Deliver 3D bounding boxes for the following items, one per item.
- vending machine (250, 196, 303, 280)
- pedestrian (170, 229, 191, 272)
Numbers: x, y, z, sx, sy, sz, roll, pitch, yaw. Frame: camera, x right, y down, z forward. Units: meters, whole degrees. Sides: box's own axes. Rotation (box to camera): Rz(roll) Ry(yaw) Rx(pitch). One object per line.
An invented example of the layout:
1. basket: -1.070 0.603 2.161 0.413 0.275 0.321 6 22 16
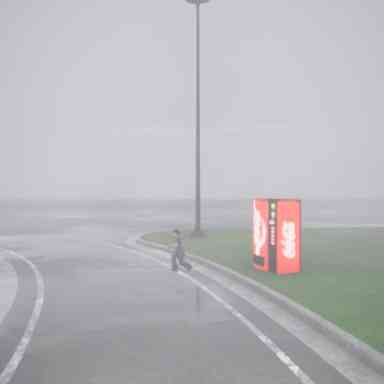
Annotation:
1. vending machine: 2.272 1.170 8.997 1.100 2.100 0.880 0 0 -21
2. pedestrian: -0.349 1.549 9.100 0.375 1.300 0.375 0 0 -25
